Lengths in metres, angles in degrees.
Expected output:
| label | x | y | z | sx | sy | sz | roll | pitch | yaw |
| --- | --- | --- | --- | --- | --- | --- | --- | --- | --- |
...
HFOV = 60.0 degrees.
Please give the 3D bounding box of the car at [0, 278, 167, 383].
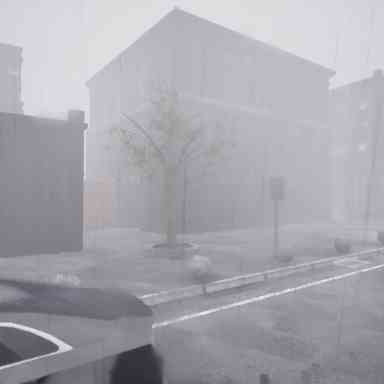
| label | x | y | z | sx | sy | sz | roll | pitch | yaw |
| --- | --- | --- | --- | --- | --- | --- | --- | --- | --- |
| car | -2.507 | 1.491 | 2.197 | 4.902 | 1.511 | 2.128 | 0 | 0 | -35 |
